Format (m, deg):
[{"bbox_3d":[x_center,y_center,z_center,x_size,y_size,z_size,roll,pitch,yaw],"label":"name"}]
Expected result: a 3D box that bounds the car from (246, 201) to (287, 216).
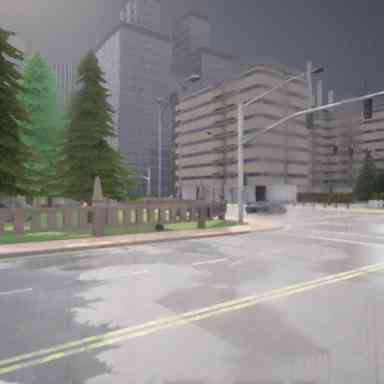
[{"bbox_3d":[7.294,1.575,32.759,1.994,1.385,4.181,0,0,-35],"label":"car"}]
